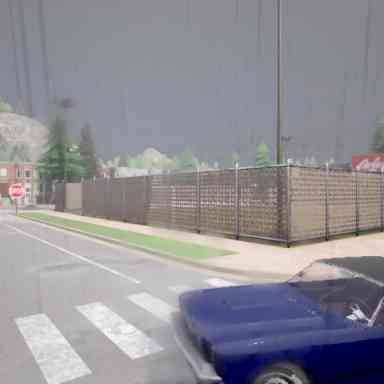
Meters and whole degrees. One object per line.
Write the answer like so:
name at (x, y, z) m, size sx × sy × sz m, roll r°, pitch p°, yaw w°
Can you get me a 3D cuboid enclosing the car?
car at (2.121, 1.603, 4.344) m, size 4.718 × 1.301 × 1.895 m, roll 0°, pitch 0°, yaw -14°
